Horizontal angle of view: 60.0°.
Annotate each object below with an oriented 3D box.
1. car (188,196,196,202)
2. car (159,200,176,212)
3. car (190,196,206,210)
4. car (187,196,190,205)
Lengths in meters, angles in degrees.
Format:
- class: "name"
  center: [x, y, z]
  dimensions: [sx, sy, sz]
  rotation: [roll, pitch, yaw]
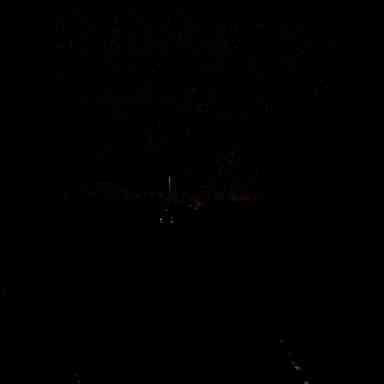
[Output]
- class: "car"
  center: [-0.019, 1.626, 79.420]
  dimensions: [1.994, 1.385, 4.181]
  rotation: [0, 0, 0]
- class: "car"
  center: [-2.854, 1.604, 39.473]
  dimensions: [2.033, 1.411, 5.357]
  rotation: [0, 0, 0]
- class: "car"
  center: [0.951, 1.530, 44.913]
  dimensions: [1.801, 1.575, 5.366]
  rotation: [0, 0, 0]
- class: "car"
  center: [-0.015, 1.658, 62.710]
  dimensions: [1.812, 1.442, 4.674]
  rotation: [0, 0, 0]
